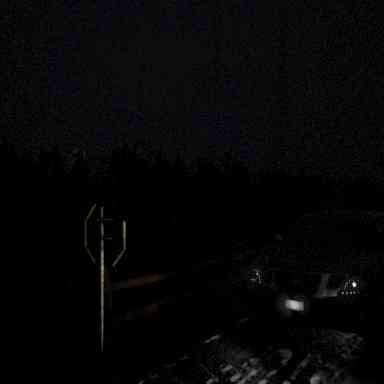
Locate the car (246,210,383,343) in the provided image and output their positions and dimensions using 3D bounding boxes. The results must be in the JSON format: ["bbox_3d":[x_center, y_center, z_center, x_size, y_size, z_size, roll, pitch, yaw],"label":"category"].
[{"bbox_3d":[3.329,1.464,7.394,2.150,2.045,5.566,-4,-3,39],"label":"car"}]
